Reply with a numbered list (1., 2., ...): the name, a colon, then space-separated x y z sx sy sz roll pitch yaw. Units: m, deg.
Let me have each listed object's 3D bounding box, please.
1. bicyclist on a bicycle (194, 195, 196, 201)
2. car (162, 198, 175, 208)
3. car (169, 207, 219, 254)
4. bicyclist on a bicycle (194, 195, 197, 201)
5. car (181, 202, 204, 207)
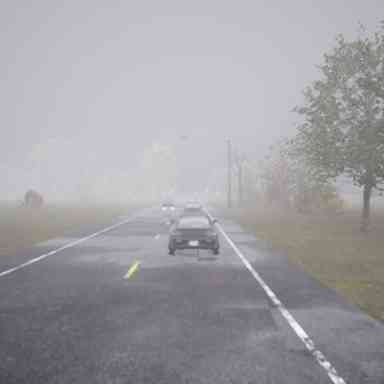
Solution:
1. bicyclist on a bicycle: 0.951 1.600 94.079 0.582 1.620 1.656 0 0 0
2. car: -3.573 1.656 51.883 2.033 1.411 5.357 0 0 0
3. car: 0.074 1.560 13.482 1.812 1.442 4.674 0 0 0
4. bicyclist on a bicycle: 0.948 1.581 85.078 0.866 1.612 1.509 0 0 0
5. car: 0.071 1.592 28.534 1.812 1.442 4.674 0 0 0
